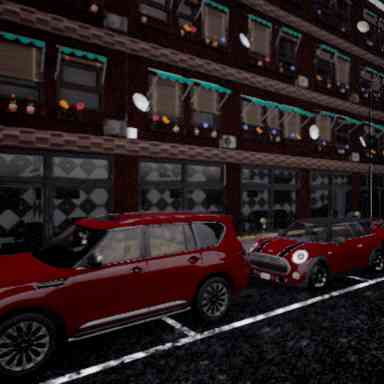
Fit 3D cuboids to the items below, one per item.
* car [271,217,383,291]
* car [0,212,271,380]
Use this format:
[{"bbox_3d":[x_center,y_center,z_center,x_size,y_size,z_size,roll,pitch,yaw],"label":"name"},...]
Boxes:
[{"bbox_3d":[3.344,1.439,8.942,4.097,1.590,1.967,0,0,-35],"label":"car"},{"bbox_3d":[-1.244,1.315,5.669,5.009,1.841,2.192,0,0,-35],"label":"car"}]
